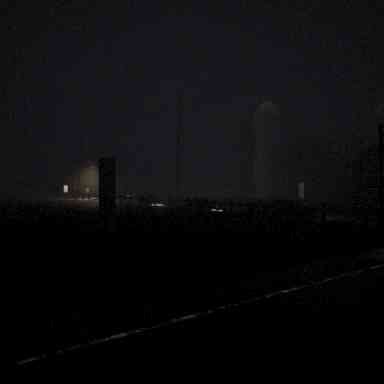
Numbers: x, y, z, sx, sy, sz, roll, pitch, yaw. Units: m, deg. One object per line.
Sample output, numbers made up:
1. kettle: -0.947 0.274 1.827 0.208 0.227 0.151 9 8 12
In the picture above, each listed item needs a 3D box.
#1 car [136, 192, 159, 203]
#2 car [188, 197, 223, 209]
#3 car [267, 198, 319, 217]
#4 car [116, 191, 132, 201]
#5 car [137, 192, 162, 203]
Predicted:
1. car: -7.829 0.850 58.073 2.097 1.767 4.553 -1 1 -35
2. car: 1.429 1.259 40.312 2.033 1.411 5.357 -1 1 -36
3. car: 8.995 1.338 29.850 1.837 1.490 4.892 -1 1 -36
4. car: -13.611 0.753 66.016 2.097 1.767 4.553 -1 1 -36
5. car: -6.329 1.148 51.086 1.994 1.385 4.181 -1 1 -36
